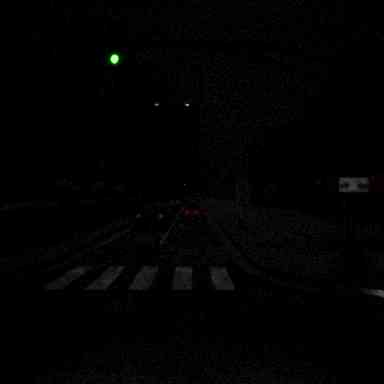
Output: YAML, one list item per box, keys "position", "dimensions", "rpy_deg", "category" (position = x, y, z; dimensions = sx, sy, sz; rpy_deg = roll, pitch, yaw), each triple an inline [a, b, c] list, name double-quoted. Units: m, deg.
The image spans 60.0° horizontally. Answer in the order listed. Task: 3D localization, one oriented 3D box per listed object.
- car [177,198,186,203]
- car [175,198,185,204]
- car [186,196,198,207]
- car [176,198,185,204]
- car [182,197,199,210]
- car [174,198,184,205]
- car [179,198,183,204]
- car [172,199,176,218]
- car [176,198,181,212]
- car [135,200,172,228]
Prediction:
- position: [-2.646, 2.117, 85.022]
  dimensions: [1.947, 1.339, 4.313]
  rpy_deg: [0, -1, 0]
  category: "car"
- position: [-2.645, 1.993, 73.645]
  dimensions: [1.887, 1.381, 4.507]
  rpy_deg: [0, 0, 0]
  category: "car"
- position: [0.000, 1.670, 56.948]
  dimensions: [2.097, 1.767, 4.553]
  rpy_deg: [0, 0, 0]
  category: "car"
- position: [-2.646, 2.049, 79.333]
  dimensions: [2.008, 1.369, 4.403]
  rpy_deg: [0, -1, 0]
  category: "car"
- position: [0.000, 1.719, 46.558]
  dimensions: [1.882, 1.535, 5.008]
  rpy_deg: [0, 0, 0]
  category: "car"
- position: [-2.645, 1.944, 67.956]
  dimensions: [1.887, 1.381, 4.507]
  rpy_deg: [0, 0, 0]
  category: "car"
- position: [-2.643, 1.816, 50.891]
  dimensions: [2.008, 1.369, 4.403]
  rpy_deg: [0, 0, 0]
  category: "car"
- position: [-2.640, 1.560, 28.137]
  dimensions: [1.967, 1.590, 4.097]
  rpy_deg: [0, 0, 0]
  category: "car"
- position: [-2.642, 1.770, 39.514]
  dimensions: [1.802, 1.307, 4.206]
  rpy_deg: [0, 0, 0]
  category: "car"
- position: [-2.640, 1.529, 22.449]
  dimensions: [1.967, 1.590, 4.097]
  rpy_deg: [0, 0, 0]
  category: "car"
